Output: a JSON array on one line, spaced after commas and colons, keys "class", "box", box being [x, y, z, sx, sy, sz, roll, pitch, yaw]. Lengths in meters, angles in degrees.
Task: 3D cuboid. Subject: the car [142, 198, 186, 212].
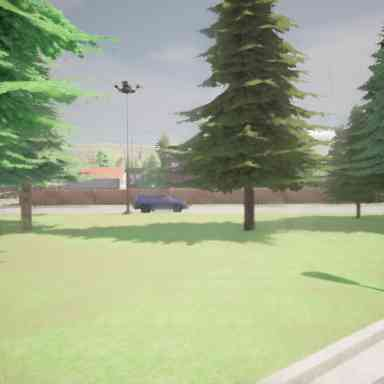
[{"class": "car", "box": [-3.150, 1.414, 37.925, 4.892, 1.490, 1.837, 0, 0, 1]}]

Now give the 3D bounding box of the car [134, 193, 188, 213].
[{"class": "car", "box": [-3.212, 1.140, 34.425, 5.566, 2.045, 2.150, 0, 0, 1]}]

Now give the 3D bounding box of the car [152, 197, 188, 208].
[{"class": "car", "box": [-2.969, 1.422, 44.923, 4.674, 1.442, 1.812, 0, 0, 1]}]
